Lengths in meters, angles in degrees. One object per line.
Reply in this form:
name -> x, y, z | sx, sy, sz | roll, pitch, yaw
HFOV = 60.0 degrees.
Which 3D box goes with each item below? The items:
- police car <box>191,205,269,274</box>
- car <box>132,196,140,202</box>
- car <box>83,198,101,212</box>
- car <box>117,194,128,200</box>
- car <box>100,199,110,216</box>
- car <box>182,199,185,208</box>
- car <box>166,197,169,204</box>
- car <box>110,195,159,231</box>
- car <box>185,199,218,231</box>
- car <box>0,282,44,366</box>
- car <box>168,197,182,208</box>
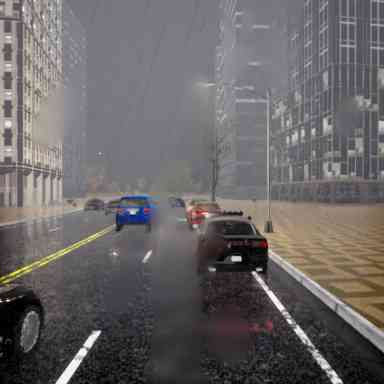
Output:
police car -> 1.061, 1.425, 10.702 | 1.930, 1.638, 5.238 | 0, 0, -1
car -> -12.459, 1.540, 73.997 | 1.812, 1.442, 4.674 | 0, 0, -9
car -> -11.137, 1.512, 38.301 | 1.837, 1.490, 4.892 | 0, 0, -5
car -> -16.419, 1.182, 78.479 | 2.128, 1.511, 4.902 | 0, 0, -8
car -> -7.458, 1.509, 32.970 | 1.837, 1.490, 4.892 | 0, 0, -4
car -> 0.556, 1.353, 26.808 | 2.097, 1.767, 4.553 | 0, 0, -3
car -> -3.633, 1.546, 60.358 | 1.812, 1.442, 4.674 | 0, 0, -8
car -> -3.351, 1.224, 20.922 | 2.150, 2.045, 5.566 | 0, 0, -2
car -> 0.828, 1.352, 20.719 | 2.097, 1.767, 4.553 | 0, 0, -2
car -> -3.115, 1.525, 2.978 | 1.812, 1.442, 4.674 | 0, 0, 1
car -> -1.952, 1.536, 46.853 | 1.812, 1.442, 4.674 | 0, 0, -6
